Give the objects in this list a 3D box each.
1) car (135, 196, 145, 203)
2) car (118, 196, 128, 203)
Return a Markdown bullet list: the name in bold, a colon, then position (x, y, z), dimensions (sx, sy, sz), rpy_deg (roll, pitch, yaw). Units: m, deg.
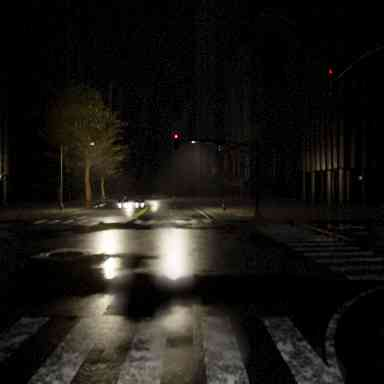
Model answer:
- **car**: position (-10.477, 1.478, 66.842), dimensions (2.128, 1.511, 4.902), rpy_deg (0, 0, -9)
- **car**: position (-13.689, 1.479, 66.345), dimensions (2.128, 1.511, 4.902), rpy_deg (0, 0, -9)
